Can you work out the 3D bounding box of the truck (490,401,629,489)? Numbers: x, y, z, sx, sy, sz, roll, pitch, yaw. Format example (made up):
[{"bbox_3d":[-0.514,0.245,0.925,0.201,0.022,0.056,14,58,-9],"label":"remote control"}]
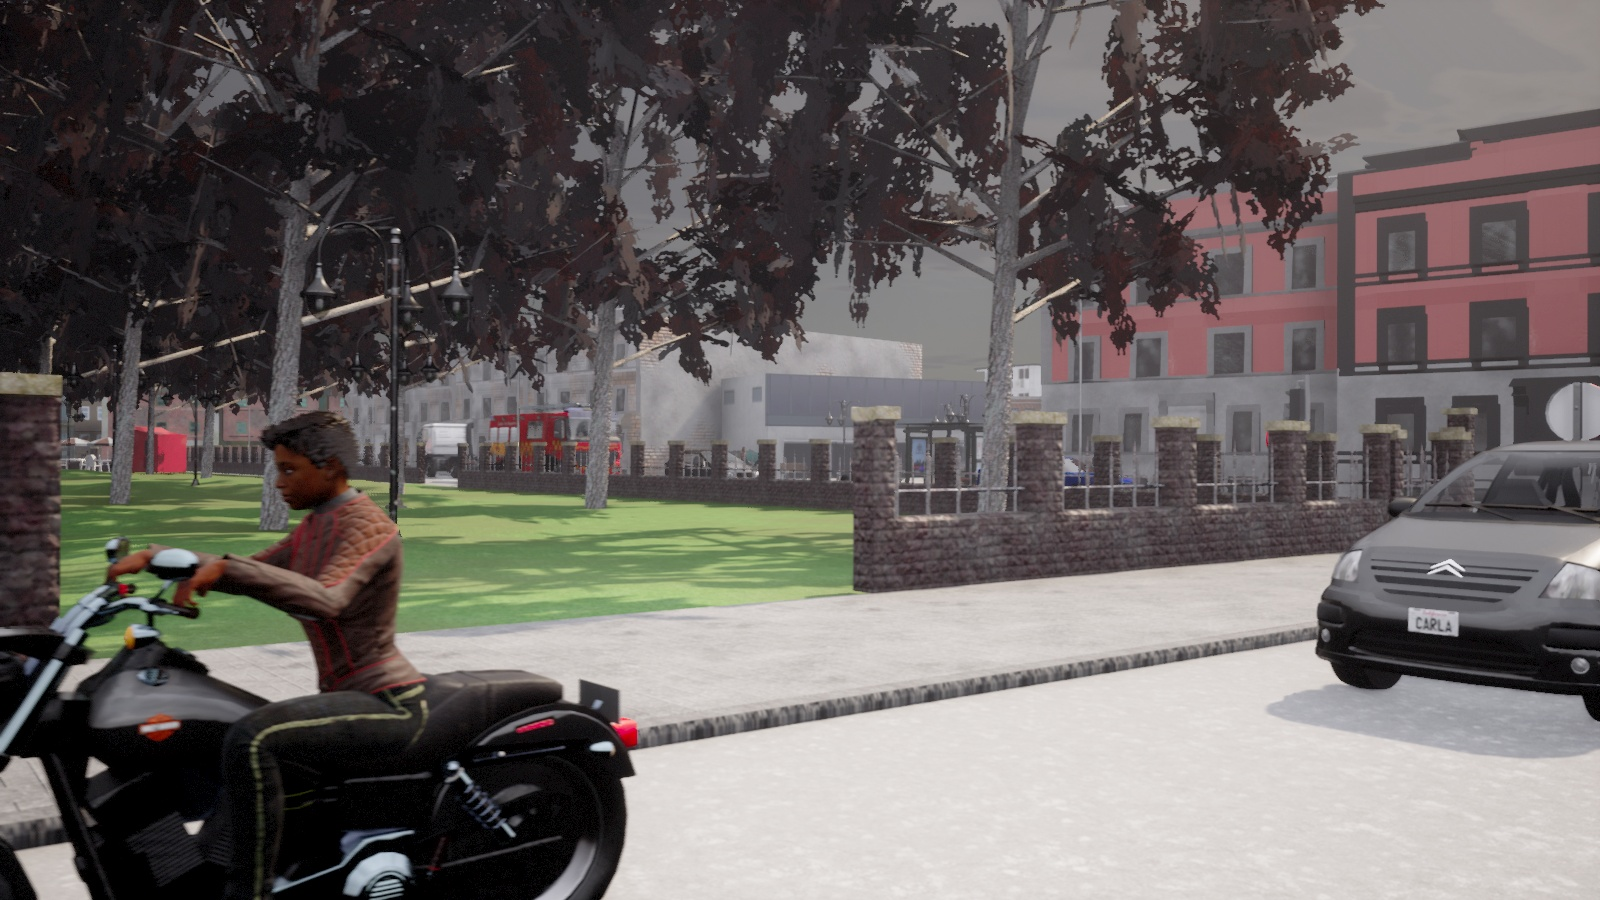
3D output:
[{"bbox_3d":[-11.426,-0.191,58.907,2.891,3.827,8.468,0,0,-38],"label":"truck"}]

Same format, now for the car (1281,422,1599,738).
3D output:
[{"bbox_3d":[5.121,0.673,8.345,3.988,1.617,1.851,0,0,-39],"label":"car"}]

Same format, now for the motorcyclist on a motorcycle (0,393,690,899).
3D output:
[{"bbox_3d":[-1.475,0.708,3.222,2.350,1.649,0.766,0,0,-39],"label":"motorcyclist on a motorcycle"}]

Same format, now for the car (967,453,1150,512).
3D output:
[{"bbox_3d":[7.125,0.855,35.100,1.882,1.535,5.008,0,0,-37],"label":"car"}]

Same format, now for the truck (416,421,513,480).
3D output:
[{"bbox_3d":[-20.727,0.066,77.337,2.891,3.462,7.936,0,0,-38],"label":"truck"}]

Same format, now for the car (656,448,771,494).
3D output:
[{"bbox_3d":[-3.385,0.776,48.580,2.242,1.667,4.611,0,0,-38],"label":"car"}]
